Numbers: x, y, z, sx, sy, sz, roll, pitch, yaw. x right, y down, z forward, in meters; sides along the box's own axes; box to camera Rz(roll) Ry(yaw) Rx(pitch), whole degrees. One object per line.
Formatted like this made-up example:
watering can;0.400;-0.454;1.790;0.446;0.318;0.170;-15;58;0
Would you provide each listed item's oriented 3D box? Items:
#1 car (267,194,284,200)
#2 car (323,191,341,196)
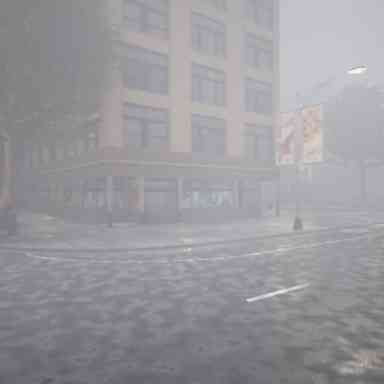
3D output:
car;21.658;1.260;86.520;2.161;1.482;4.786;0;0;-36
car;32.134;1.157;79.037;2.002;1.452;4.674;0;0;-36
